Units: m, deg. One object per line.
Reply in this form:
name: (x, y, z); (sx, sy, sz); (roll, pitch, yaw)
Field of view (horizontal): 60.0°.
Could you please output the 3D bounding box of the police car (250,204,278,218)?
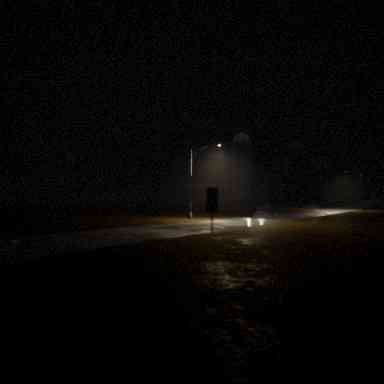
police car: (8.896, 2.264, 41.098); (1.930, 1.638, 5.238); (0, -1, 35)
